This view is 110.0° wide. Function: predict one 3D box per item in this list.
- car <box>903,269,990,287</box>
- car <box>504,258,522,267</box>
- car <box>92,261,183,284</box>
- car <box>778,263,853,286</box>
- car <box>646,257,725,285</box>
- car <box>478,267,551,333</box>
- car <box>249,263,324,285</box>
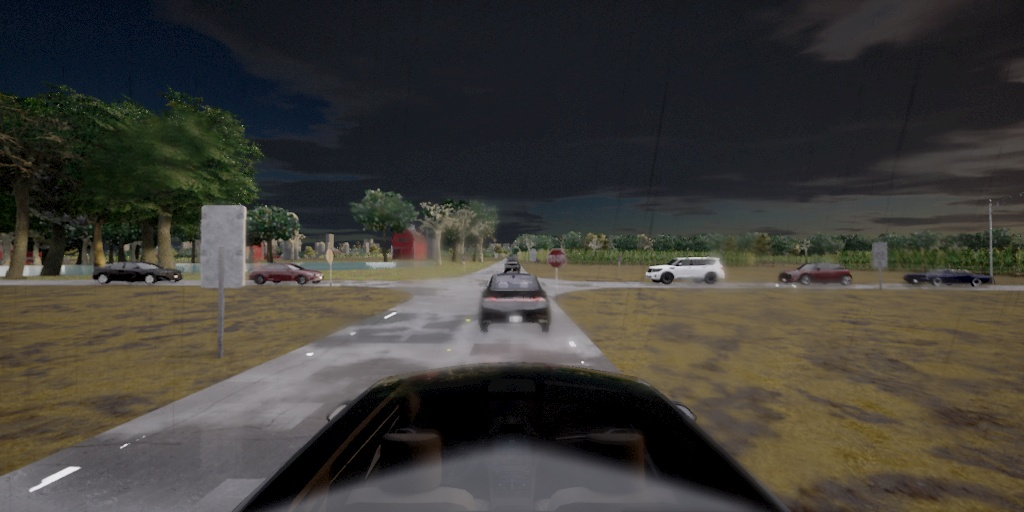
[{"bbox_3d":[33.415,1.670,27.707,4.718,1.301,1.895,1,-1,0],"label":"car"},{"bbox_3d":[0.059,1.310,43.463,1.837,1.490,4.892,0,0,1],"label":"car"},{"bbox_3d":[-25.702,1.140,24.739,5.008,1.535,1.882,0,-1,-1],"label":"car"},{"bbox_3d":[23.332,1.334,27.713,4.553,1.767,2.097,0,-1,0],"label":"car"},{"bbox_3d":[13.337,1.130,27.737,5.566,2.045,2.150,0,-1,1],"label":"car"},{"bbox_3d":[0.051,1.259,10.807,2.128,1.511,4.902,0,0,-1],"label":"car"},{"bbox_3d":[-15.493,1.221,24.715,4.674,1.442,1.812,0,-1,1],"label":"car"}]
